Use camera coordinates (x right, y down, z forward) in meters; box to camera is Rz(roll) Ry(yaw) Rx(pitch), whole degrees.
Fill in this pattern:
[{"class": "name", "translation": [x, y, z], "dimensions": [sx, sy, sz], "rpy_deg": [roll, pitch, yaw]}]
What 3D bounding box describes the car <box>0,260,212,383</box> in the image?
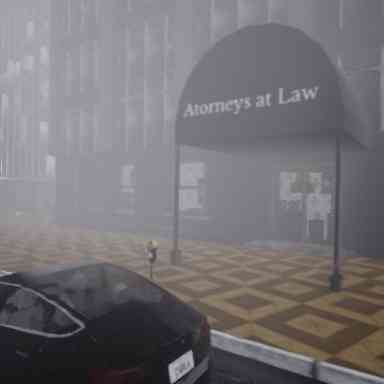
[{"class": "car", "translation": [-1.783, 1.559, 4.130], "dimensions": [4.313, 1.339, 1.947], "rpy_deg": [0, 1, 36]}]
